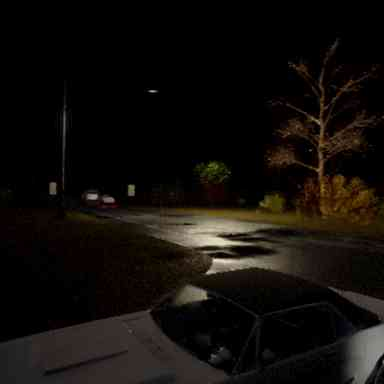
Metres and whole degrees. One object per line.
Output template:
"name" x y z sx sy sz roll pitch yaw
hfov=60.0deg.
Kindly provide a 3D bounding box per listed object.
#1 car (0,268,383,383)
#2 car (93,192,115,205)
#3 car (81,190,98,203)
"car" 0.354 1.626 3.480 4.718 1.301 1.895 -1 -1 -29
"car" -12.707 1.136 48.771 1.812 1.442 4.674 1 0 -30
"car" -17.645 0.743 57.508 2.150 2.045 5.566 1 0 -30
